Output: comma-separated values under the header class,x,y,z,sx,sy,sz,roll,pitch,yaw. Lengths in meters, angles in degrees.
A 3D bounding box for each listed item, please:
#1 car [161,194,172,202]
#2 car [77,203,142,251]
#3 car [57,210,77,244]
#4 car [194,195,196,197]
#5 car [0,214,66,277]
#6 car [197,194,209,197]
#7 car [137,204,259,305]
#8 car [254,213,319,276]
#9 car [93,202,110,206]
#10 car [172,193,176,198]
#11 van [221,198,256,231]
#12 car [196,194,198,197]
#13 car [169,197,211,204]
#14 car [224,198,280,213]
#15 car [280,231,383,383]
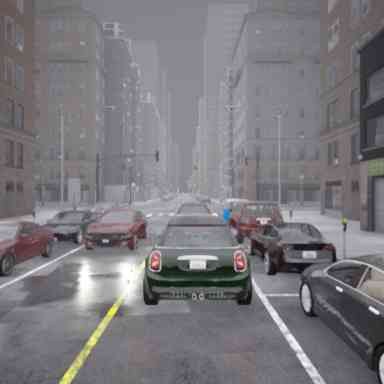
class,x,y,z,sx,sy,sz,roll,pitch,yaw
car,-6.125,1.443,76.252,1.967,1.590,4.097,0,0,-1
car,-3.067,1.471,14.343,1.882,1.535,5.008,0,0,0
car,-5.653,1.559,15.703,1.947,1.339,4.313,0,0,0
car,2.161,1.598,87.726,1.802,1.307,4.206,0,0,-1
car,-5.658,1.577,10.178,1.802,1.307,4.206,0,0,0
car,2.636,1.436,65.115,1.967,1.590,4.097,0,0,-1
car,0.108,1.348,8.211,2.097,1.767,4.553,0,0,0
car,2.868,1.561,10.178,1.947,1.339,4.313,0,0,0
car,-5.647,1.430,21.228,1.967,1.590,4.097,0,0,0
car,-6.482,1.346,93.214,2.192,1.841,5.009,0,0,-1
van,2.879,1.331,21.225,1.690,1.788,3.998,0,0,0
car,2.399,1.585,76.423,1.802,1.307,4.206,0,0,-1
car,0.122,1.343,17.558,2.097,1.767,4.553,0,0,1
car,2.874,1.308,15.701,2.192,1.841,5.009,0,0,0
car,2.863,1.549,4.654,2.008,1.369,4.403,0,0,0
